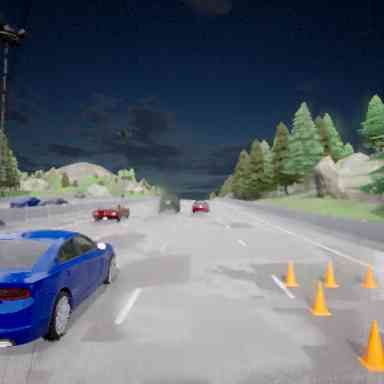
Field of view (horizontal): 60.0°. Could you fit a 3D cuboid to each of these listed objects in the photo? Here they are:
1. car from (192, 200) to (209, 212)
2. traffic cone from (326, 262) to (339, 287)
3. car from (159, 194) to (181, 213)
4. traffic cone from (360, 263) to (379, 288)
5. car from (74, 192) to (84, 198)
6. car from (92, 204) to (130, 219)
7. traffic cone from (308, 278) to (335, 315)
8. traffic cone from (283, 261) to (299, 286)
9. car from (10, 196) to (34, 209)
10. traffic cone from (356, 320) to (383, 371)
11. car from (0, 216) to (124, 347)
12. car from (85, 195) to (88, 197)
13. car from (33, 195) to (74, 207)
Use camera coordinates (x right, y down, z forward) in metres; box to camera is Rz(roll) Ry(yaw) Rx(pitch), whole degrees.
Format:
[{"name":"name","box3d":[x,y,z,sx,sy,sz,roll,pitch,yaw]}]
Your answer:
[{"name":"car","box3d":[1.062,1.697,41.163,1.994,1.385,4.181,1,0,1]},{"name":"traffic cone","box3d":[3.521,2.079,8.483,0.340,0.580,0.340,1,0,1]},{"name":"car","box3d":[-2.476,1.290,37.946,2.150,2.045,5.566,1,0,1]},{"name":"traffic cone","box3d":[4.519,2.096,8.470,0.340,0.580,0.340,1,0,1]},{"name":"car","box3d":[-26.525,0.790,77.960,2.097,1.767,4.553,1,0,1]},{"name":"car","box3d":[-6.147,1.594,25.945,1.895,1.301,4.718,1,0,1]},{"name":"traffic cone","box3d":[2.495,2.050,6.498,0.340,0.580,0.340,1,0,1]},{"name":"traffic cone","box3d":[2.523,2.061,8.497,0.340,0.580,0.340,1,0,1]},{"name":"car","box3d":[-20.117,1.239,40.499,1.882,1.535,5.008,1,0,1]},{"name":"traffic cone","box3d":[2.468,2.035,4.498,0.340,0.580,0.340,1,0,1]},{"name":"car","box3d":[-2.909,1.479,6.574,1.882,1.535,5.008,1,0,1]},{"name":"car","box3d":[-23.031,1.091,77.851,1.895,1.301,4.718,1,0,1]},{"name":"car","box3d":[-16.624,1.370,40.235,2.033,1.411,5.357,1,0,1]}]
